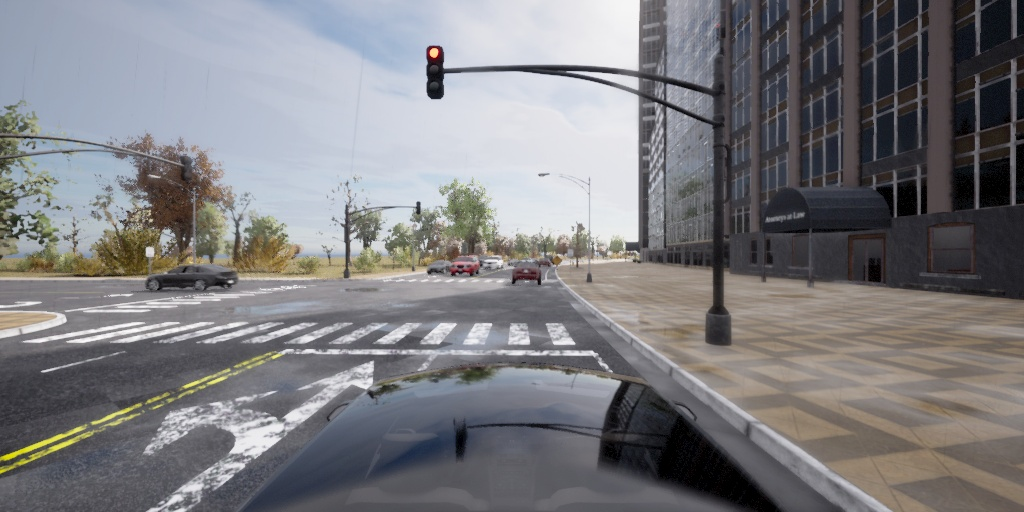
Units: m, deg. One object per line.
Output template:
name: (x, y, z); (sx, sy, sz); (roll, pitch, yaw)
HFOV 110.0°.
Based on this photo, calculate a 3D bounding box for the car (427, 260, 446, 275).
car: (-7.748, 1.251, 39.004); (1.837, 1.490, 4.892); (0, 0, 6)

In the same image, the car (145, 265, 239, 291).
car: (-19.063, 1.283, 21.421); (4.892, 1.490, 1.837); (0, 0, 4)

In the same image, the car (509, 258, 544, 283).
car: (1.172, 1.101, 27.500); (2.097, 1.767, 4.553); (0, 0, 4)

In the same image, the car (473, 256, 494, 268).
car: (-4.767, 0.974, 60.941); (2.150, 2.045, 5.566); (0, 0, 10)

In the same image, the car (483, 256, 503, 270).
car: (-2.733, 0.972, 53.019); (2.150, 2.045, 5.566); (0, 0, 8)

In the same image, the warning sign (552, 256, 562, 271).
warning sign: (5.544, 0.868, 43.990); (1.300, 1.860, 1.060); (0, 0, 7)

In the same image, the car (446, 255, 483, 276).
car: (-4.750, 0.964, 36.787); (2.150, 2.045, 5.566); (0, 1, 4)
